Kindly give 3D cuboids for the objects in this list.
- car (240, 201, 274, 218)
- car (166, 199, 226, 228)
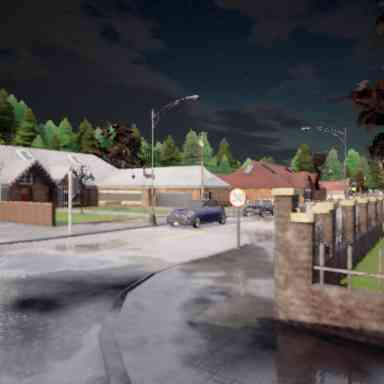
[{"bbox_3d":[6.304,1.497,30.004,2.033,1.411,5.357,0,0,36],"label":"car"},{"bbox_3d":[0.344,1.301,21.700,2.097,1.767,4.553,0,0,36],"label":"car"}]
